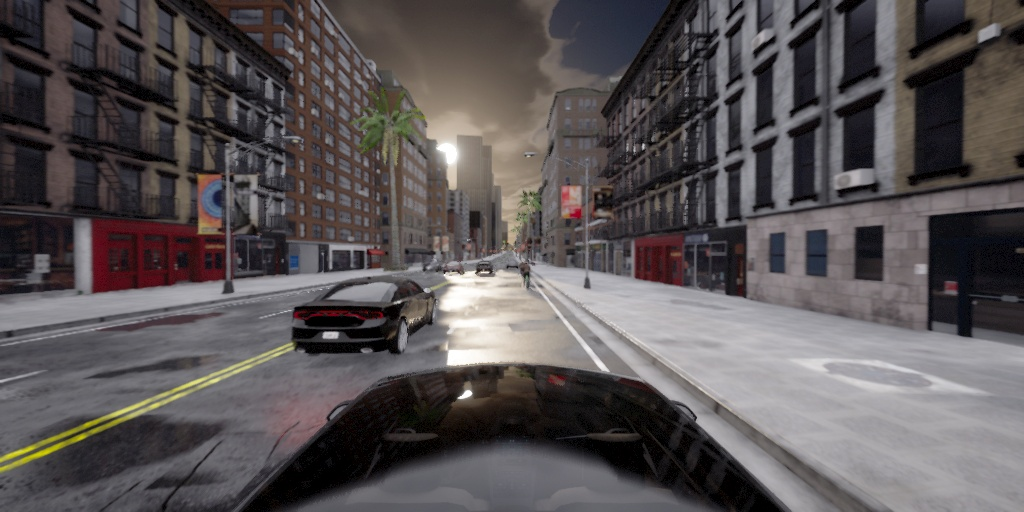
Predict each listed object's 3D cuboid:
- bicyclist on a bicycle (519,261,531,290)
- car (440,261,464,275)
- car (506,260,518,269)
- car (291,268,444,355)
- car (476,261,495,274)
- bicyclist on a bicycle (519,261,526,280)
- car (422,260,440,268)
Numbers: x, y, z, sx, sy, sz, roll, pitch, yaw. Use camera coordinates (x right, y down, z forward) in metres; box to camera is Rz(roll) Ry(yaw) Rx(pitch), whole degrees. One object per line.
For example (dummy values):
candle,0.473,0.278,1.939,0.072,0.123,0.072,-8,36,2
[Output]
bicyclist on a bicycle,0.893,1.208,21.403,0.582,1.620,1.656,0,0,0
car,-6.588,1.310,40.824,1.812,1.442,4.674,0,0,0
car,0.062,1.407,59.636,1.994,1.385,4.181,0,0,0
car,-3.150,1.226,8.704,1.882,1.535,5.008,0,0,0
car,-3.153,1.291,42.267,1.837,1.490,4.892,0,0,0
bicyclist on a bicycle,0.892,1.218,30.889,0.582,1.620,1.656,0,0,0
car,-9.834,1.285,44.811,2.128,1.511,4.902,0,0,0
